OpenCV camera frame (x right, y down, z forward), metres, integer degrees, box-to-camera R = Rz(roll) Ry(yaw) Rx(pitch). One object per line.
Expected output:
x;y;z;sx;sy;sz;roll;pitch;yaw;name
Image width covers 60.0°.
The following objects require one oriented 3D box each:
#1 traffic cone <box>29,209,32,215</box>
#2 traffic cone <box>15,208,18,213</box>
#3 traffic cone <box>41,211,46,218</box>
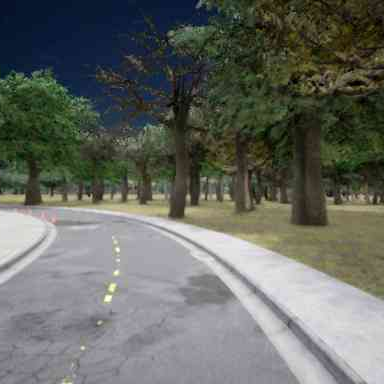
-16.315;2.009;33.605;0.340;0.580;0.340;0;0;-41;traffic cone
-19.618;1.996;37.036;0.340;0.580;0.340;0;0;43;traffic cone
-13.349;2.017;29.877;0.340;0.580;0.340;0;0;-36;traffic cone
